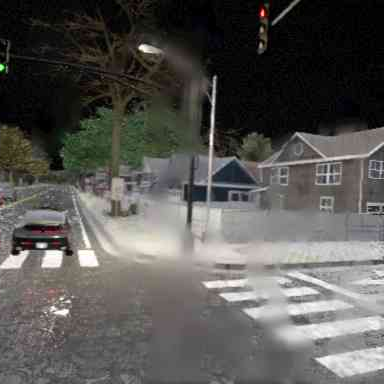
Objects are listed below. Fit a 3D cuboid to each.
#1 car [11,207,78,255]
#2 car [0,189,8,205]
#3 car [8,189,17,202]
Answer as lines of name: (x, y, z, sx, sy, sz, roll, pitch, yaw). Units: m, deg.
car: (-5.351, 1.318, 12.303, 1.837, 1.490, 4.892, 3, 0, -20)
car: (-19.787, 0.470, 32.273, 2.097, 1.767, 4.553, 3, 0, -20)
car: (-23.254, 0.372, 41.886, 1.837, 1.490, 4.892, 3, 0, -20)
